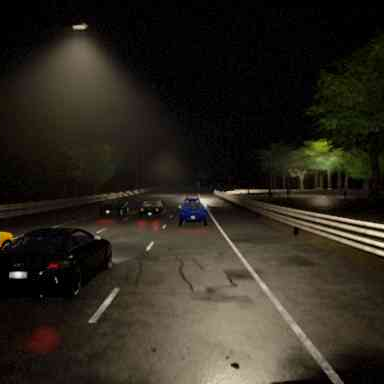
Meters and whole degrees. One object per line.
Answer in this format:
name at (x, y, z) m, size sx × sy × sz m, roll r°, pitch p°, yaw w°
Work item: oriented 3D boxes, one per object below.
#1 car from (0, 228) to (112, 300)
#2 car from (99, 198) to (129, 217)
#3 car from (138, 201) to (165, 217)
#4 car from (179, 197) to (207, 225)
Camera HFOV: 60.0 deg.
car at (-3.413, 1.608, 8.549) m, size 1.994 × 1.385 × 4.181 m, roll 0°, pitch 0°, yaw 0°
car at (-6.941, 1.335, 29.813) m, size 1.837 × 1.490 × 4.892 m, roll 0°, pitch 1°, yaw 0°
car at (-3.441, 1.441, 29.331) m, size 1.895 × 1.301 × 4.718 m, roll 0°, pitch 1°, yaw 0°
car at (0.067, 1.422, 23.742) m, size 1.882 × 1.535 × 5.008 m, roll 0°, pitch 1°, yaw 0°
